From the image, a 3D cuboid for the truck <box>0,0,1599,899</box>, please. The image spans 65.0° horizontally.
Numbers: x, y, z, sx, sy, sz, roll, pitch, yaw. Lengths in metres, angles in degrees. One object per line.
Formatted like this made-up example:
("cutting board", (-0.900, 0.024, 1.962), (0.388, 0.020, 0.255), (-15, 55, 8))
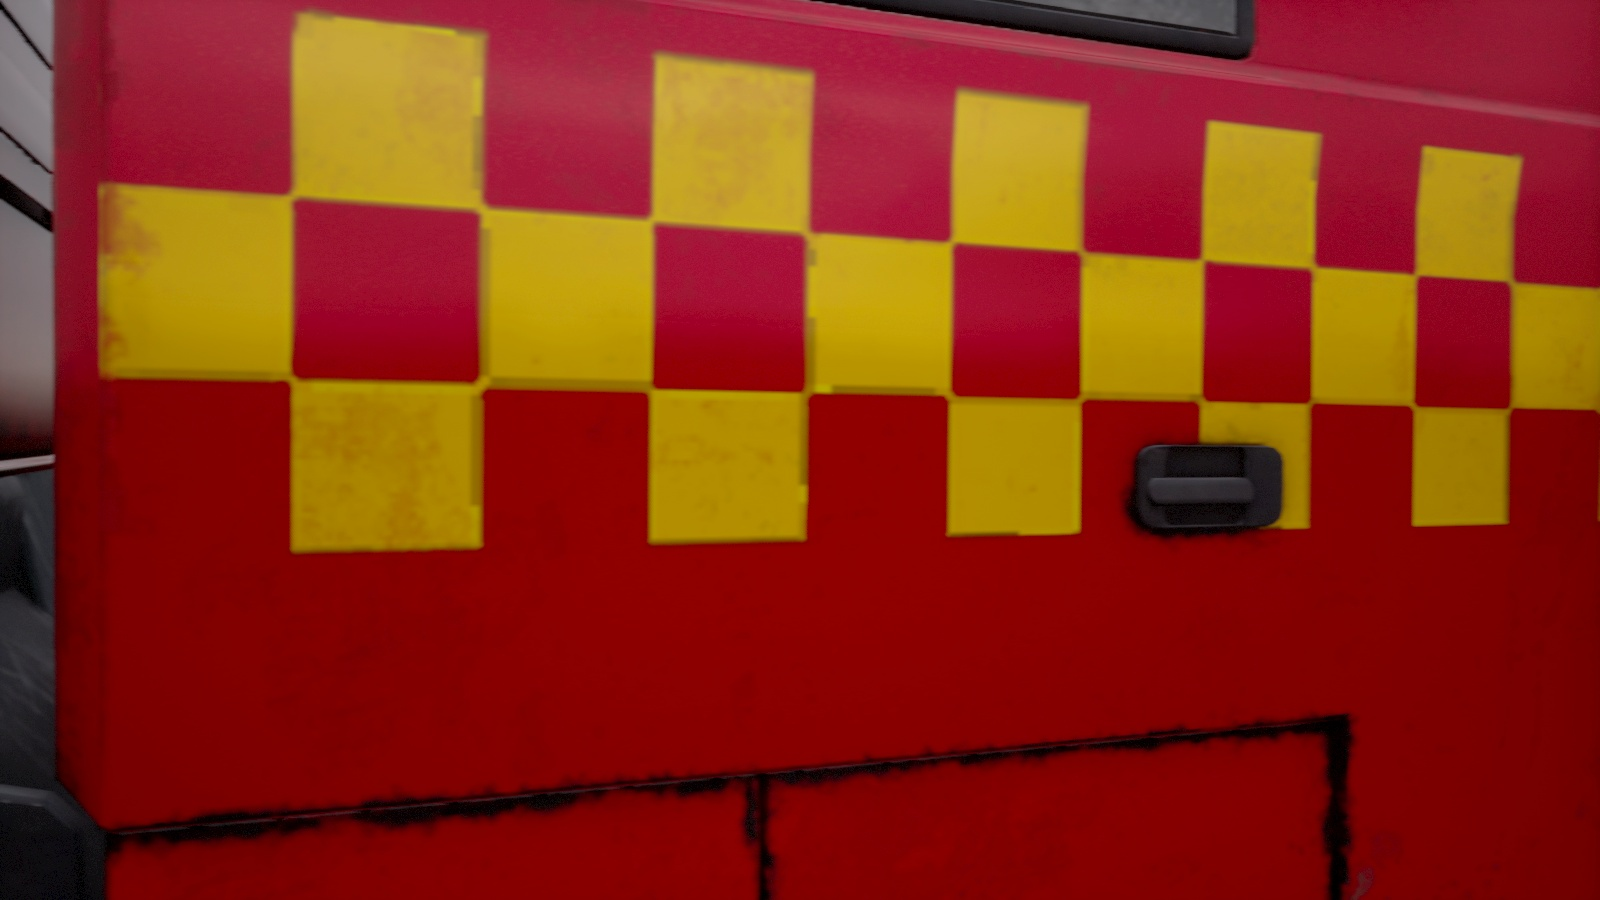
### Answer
("truck", (0.074, -0.421, 3.252), (8.468, 3.827, 2.891), (-1, 1, -21))
